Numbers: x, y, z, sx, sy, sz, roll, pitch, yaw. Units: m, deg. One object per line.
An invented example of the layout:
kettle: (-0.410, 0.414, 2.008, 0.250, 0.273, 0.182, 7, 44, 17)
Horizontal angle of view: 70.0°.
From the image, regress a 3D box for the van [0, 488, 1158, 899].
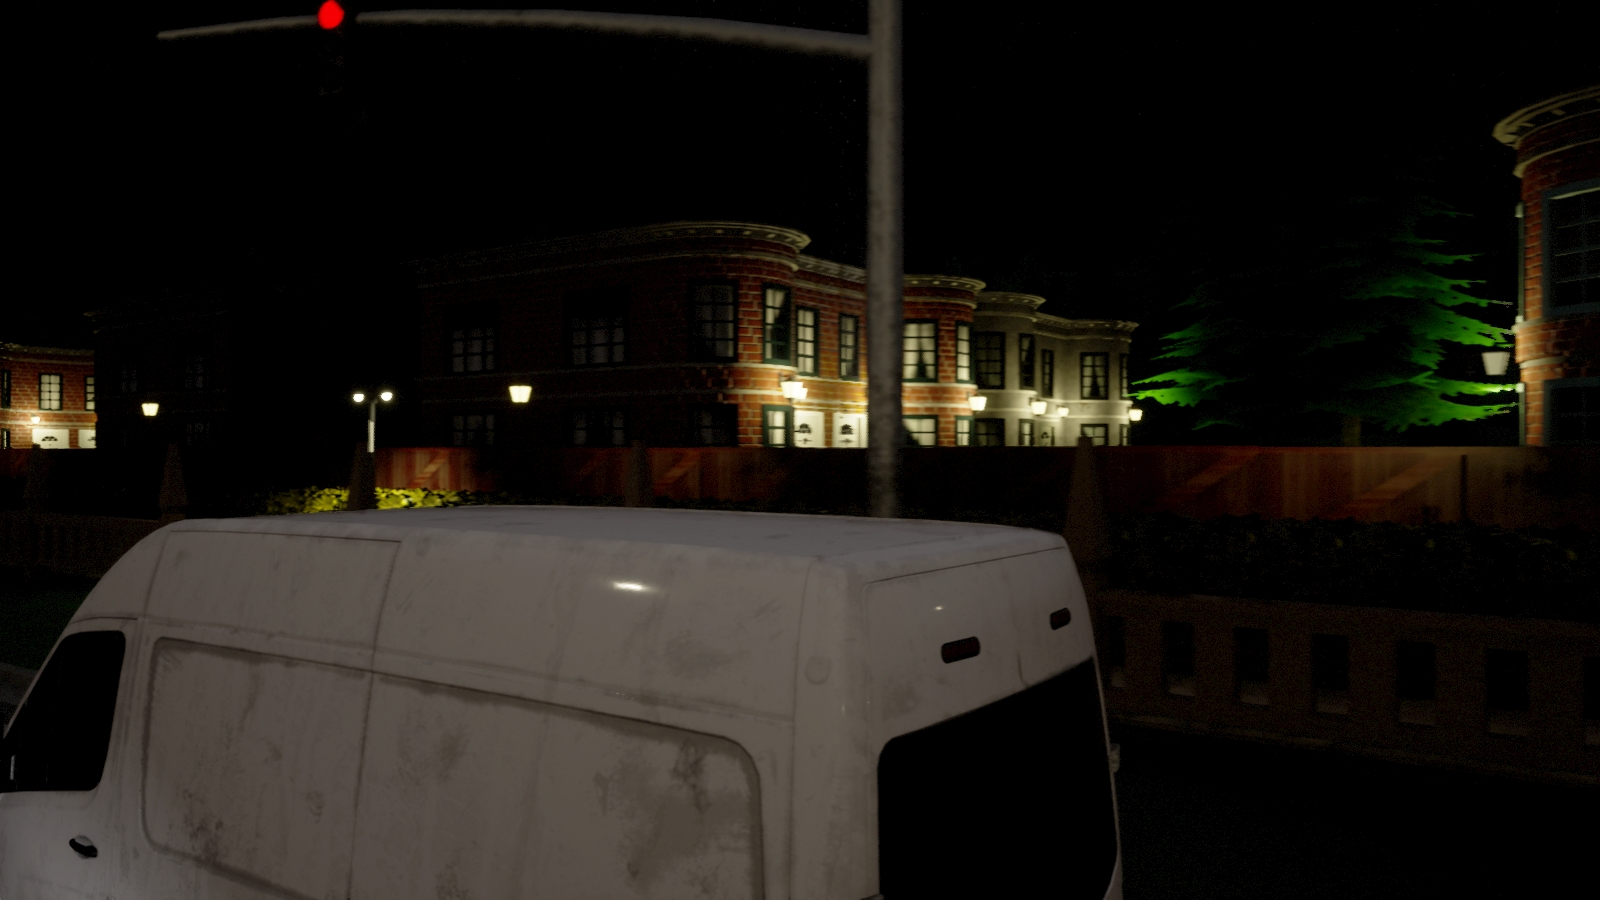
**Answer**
van: (-1.712, 1.535, 4.976, 5.915, 2.561, 1.988, 0, 0, 35)
